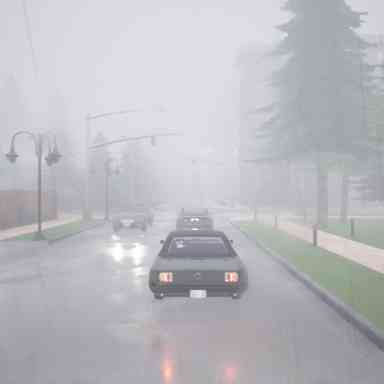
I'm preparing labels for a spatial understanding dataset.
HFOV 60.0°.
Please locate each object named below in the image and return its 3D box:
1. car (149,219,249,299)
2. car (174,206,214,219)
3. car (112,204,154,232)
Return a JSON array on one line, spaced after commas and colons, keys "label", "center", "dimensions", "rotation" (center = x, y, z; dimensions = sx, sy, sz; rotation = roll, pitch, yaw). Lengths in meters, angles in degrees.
[{"label": "car", "center": [0.119, 1.601, 8.388], "dimensions": [1.895, 1.301, 4.718], "rotation": [0, 0, 0]}, {"label": "car", "center": [0.131, 1.505, 17.650], "dimensions": [1.837, 1.490, 4.892], "rotation": [0, 0, 0]}, {"label": "car", "center": [-3.466, 1.497, 20.216], "dimensions": [2.128, 1.511, 4.902], "rotation": [0, 0, 0]}]
